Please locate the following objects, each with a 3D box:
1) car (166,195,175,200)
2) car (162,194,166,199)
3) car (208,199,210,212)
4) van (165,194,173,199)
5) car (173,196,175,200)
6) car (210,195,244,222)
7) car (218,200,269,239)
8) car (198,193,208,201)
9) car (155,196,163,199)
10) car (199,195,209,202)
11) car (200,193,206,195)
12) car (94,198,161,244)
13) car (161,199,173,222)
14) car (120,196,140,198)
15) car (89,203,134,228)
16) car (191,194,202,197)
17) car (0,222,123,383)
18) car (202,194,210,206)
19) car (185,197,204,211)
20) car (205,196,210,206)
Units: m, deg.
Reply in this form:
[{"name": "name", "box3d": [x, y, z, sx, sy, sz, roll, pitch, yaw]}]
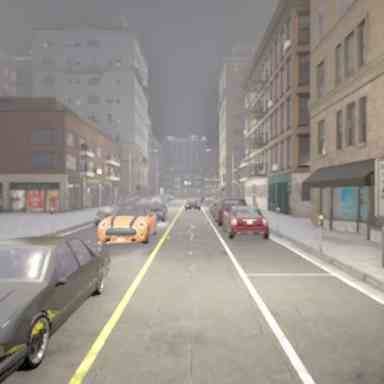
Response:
[{"name": "car", "box3d": [-5.388, 1.446, 85.071, 1.947, 1.339, 4.313, 0, 0, 0]}, {"name": "car", "box3d": [-5.388, 1.451, 50.929, 1.752, 1.417, 4.829, 0, 0, 0]}, {"name": "car", "box3d": [2.637, 1.524, 28.451, 1.947, 1.339, 4.313, 0, 0, 0]}, {"name": "van", "box3d": [-5.388, 1.244, 68.084, 1.690, 1.788, 3.998, 0, 0, 0]}, {"name": "car", "box3d": [-5.388, 1.438, 79.408, 2.008, 1.369, 4.403, 0, 0, 0]}, {"name": "car", "box3d": [2.637, 1.281, 22.789, 2.192, 1.841, 5.009, 0, 0, 0]}, {"name": "car", "box3d": [2.637, 1.415, 17.127, 1.967, 1.590, 4.097, 0, 0, 0]}, {"name": "car", "box3d": [2.637, 1.202, 79.408, 2.192, 1.841, 5.009, 0, 0, 0]}, {"name": "car", "box3d": [-5.388, 1.516, 45.438, 1.802, 1.307, 4.206, 0, 0, 0]}, {"name": "car", "box3d": [2.637, 1.460, 73.746, 1.947, 1.339, 4.313, 0, 0, 0]}, {"name": "car", "box3d": [2.637, 1.225, 62.422, 2.192, 1.841, 5.009, 0, 0, 0]}, {"name": "car", "box3d": [-2.852, 1.330, 15.565, 2.097, 1.767, 4.553, 0, 0, 0]}, {"name": "car", "box3d": [-2.845, 1.510, 25.973, 2.033, 1.411, 5.357, 0, 0, 0]}, {"name": "car", "box3d": [-5.388, 1.274, 28.452, 2.192, 1.841, 5.009, 0, 0, 0]}, {"name": "car", "box3d": [-5.388, 1.518, 22.790, 2.008, 1.369, 4.403, 0, 0, 0]}, {"name": "car", "box3d": [0.091, 1.434, 49.674, 1.837, 1.490, 4.892, 0, 0, 0]}, {"name": "car", "box3d": [-2.848, 1.539, 5.917, 2.033, 1.411, 5.357, 0, 0, 0]}, {"name": "car", "box3d": [2.637, 1.476, 51.099, 2.008, 1.369, 4.403, 0, 0, 0]}, {"name": "car", "box3d": [0.104, 1.544, 39.154, 1.895, 1.301, 4.718, 0, 0, 0]}, {"name": "car", "box3d": [2.637, 1.475, 34.283, 1.752, 1.417, 4.829, 0, 0, 0]}]
